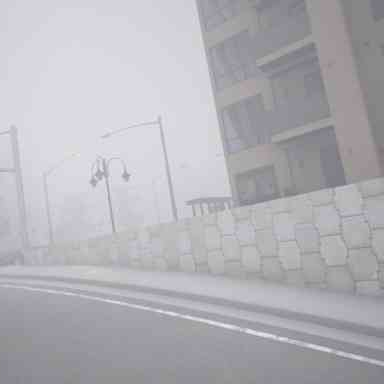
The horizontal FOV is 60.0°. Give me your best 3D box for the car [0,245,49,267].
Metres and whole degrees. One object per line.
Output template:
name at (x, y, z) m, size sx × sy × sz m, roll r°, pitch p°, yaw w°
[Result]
car at (-14.648, 5.691, 29.932) m, size 1.837 × 1.490 × 4.892 m, roll -15°, pitch -8°, yaw 35°
